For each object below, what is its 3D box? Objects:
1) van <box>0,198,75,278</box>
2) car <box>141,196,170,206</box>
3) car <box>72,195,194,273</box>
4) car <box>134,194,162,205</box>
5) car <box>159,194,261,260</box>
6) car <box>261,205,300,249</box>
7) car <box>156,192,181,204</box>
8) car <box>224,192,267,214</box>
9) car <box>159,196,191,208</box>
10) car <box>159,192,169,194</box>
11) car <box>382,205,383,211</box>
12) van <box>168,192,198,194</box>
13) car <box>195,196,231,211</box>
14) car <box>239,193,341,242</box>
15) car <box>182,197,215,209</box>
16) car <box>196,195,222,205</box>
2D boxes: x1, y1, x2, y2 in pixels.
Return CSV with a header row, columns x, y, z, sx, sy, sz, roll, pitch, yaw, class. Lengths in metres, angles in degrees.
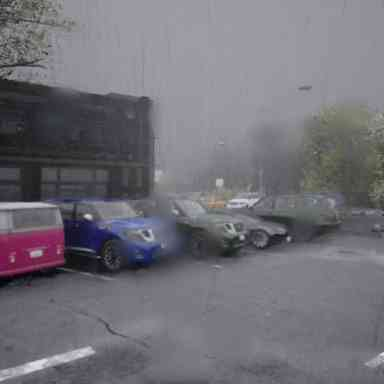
x,y,z,sx,sy,sz,roll,pitch,yaw,class
-5.540,1.259,9.269,4.442,1.987,1.878,-1,0,35,van
-5.817,1.413,54.050,2.002,1.452,4.674,-1,1,36,car
-3.007,1.218,10.915,5.566,2.045,2.435,-1,-1,34,car
-7.471,1.248,56.563,2.185,1.767,4.553,0,1,36,car
-0.598,1.204,12.633,5.566,2.045,2.435,-1,-1,34,car
1.815,1.471,14.360,4.792,1.488,2.163,-1,-1,34,car
-4.393,1.095,61.514,2.150,2.045,5.566,0,0,-34,car
5.951,1.118,36.598,2.435,2.045,5.566,0,1,36,car
-2.451,1.371,49.069,2.097,1.535,5.008,0,1,36,car
-4.165,1.247,51.535,2.185,1.767,4.553,-1,1,36,car
20.375,1.201,31.269,2.097,1.767,4.553,0,0,-23,car
-0.847,1.147,46.478,1.878,1.987,4.442,0,1,36,van
2.696,1.363,41.753,1.946,1.575,5.366,-1,0,36,car
4.165,1.178,16.088,5.566,2.045,2.435,-1,0,35,car
0.898,1.410,44.088,2.002,1.452,4.674,-1,1,36,car
2.898,1.355,57.972,1.837,1.490,4.892,0,1,-34,car
